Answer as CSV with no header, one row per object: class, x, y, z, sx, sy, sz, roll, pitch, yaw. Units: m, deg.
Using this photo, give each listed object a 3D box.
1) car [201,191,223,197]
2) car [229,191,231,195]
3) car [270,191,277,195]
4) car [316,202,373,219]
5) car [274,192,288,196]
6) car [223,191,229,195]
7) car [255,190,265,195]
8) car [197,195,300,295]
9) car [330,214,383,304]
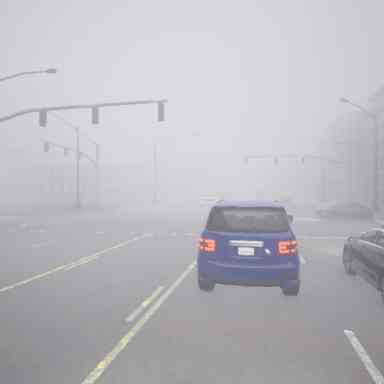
car,2.643,1.079,47.512,2.150,2.045,5.566,0,1,11
car,6.834,0.741,67.926,2.150,2.045,5.566,0,1,12
car,20.983,0.552,84.958,2.097,1.767,4.553,0,1,11
car,12.288,1.536,26.853,4.181,1.385,1.994,0,0,3
car,14.693,1.235,53.214,2.128,1.511,4.902,0,1,11
car,4.701,0.926,57.693,2.150,2.045,5.566,0,1,12
car,15.504,0.904,75.469,1.994,1.385,4.181,0,1,11
car,1.544,1.221,8.964,2.150,2.045,5.566,0,0,11
car,4.806,1.492,7.432,2.128,1.511,4.902,0,0,11
